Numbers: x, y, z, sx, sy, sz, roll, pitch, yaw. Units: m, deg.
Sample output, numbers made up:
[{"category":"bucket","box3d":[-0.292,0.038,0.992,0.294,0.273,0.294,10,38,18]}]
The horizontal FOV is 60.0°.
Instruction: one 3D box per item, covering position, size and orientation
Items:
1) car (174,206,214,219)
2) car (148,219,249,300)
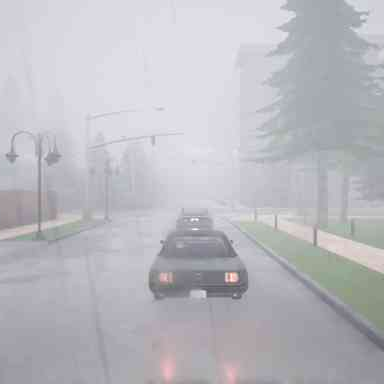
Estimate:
[{"category":"car","box3d":[0.131,1.505,17.627,1.837,1.490,4.892,0,0,0]},{"category":"car","box3d":[0.118,1.601,8.366,1.895,1.301,4.718,0,0,0]}]
